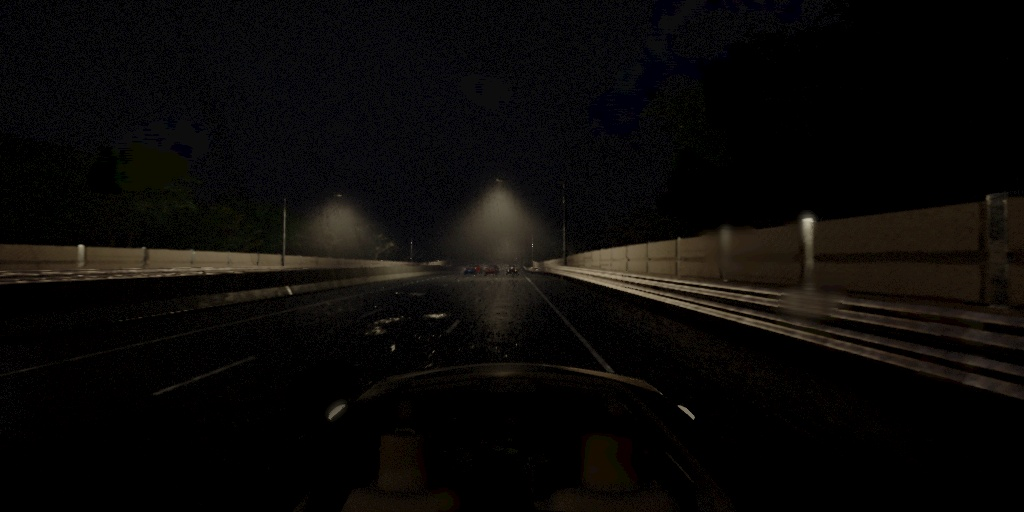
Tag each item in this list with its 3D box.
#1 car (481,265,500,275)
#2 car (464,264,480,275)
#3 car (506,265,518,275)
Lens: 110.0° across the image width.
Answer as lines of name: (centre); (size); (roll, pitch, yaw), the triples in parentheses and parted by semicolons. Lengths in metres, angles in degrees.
car: (-3.501, 2.416, 60.525); (2.033, 1.411, 5.357); (0, -2, 0)
car: (-7.001, 2.446, 60.907); (1.994, 1.385, 4.181); (0, -2, 0)
car: (-0.001, 2.485, 60.970); (1.895, 1.301, 4.718); (0, -2, 0)
